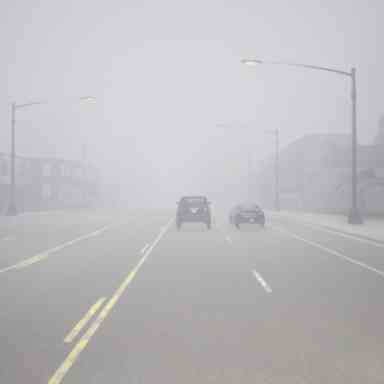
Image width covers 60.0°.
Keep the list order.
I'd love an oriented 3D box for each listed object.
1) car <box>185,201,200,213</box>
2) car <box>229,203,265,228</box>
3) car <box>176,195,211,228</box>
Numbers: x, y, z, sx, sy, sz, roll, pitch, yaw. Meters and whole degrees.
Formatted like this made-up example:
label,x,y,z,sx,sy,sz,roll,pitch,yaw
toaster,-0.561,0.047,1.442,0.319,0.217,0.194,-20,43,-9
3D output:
label,x,y,z,sx,sy,sz,roll,pitch,yaw
car,0.102,1.882,43.479,1.837,1.490,4.892,0,-2,0
car,3.602,1.504,22.353,2.128,1.511,4.902,0,0,0
car,0.102,1.234,22.365,2.150,2.045,5.566,0,0,0
